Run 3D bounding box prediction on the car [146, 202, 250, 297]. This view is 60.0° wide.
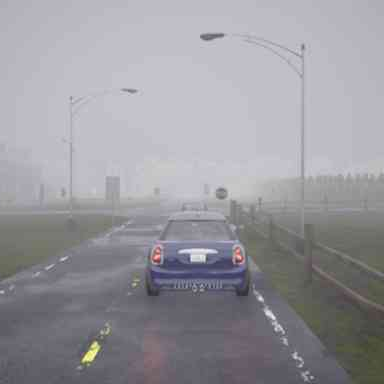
[{"bbox_3d":[0.119,1.265,8.509,2.097,1.767,4.553,0,0,0],"label":"car"}]

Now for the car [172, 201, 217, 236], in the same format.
[{"bbox_3d":[0.135,1.310,18.114,2.128,1.511,4.902,0,1,0],"label":"car"}]
